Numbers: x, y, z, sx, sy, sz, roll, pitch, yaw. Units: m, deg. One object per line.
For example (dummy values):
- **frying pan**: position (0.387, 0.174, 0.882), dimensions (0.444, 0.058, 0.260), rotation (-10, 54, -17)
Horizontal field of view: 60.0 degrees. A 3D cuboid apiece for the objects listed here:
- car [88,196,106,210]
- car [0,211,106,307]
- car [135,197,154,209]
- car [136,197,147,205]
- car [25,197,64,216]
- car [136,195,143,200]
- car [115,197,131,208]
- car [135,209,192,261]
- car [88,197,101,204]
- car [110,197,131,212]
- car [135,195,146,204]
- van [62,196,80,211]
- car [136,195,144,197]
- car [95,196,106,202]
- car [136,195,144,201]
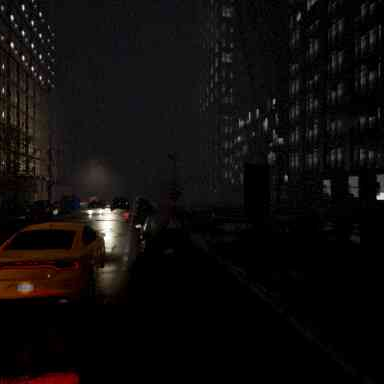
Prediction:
- **car**: position (-12.017, 1.522, 42.330), dimensions (1.994, 1.385, 4.181), rotation (0, 0, -10)
- **car**: position (-3.227, 1.470, 8.081), dimensions (1.882, 1.535, 5.008), rotation (0, 0, -10)
- **car**: position (-4.919, 1.545, 34.370), dimensions (1.947, 1.339, 4.313), rotation (0, 0, -10)
- **car**: position (-8.655, 1.540, 56.629), dimensions (1.802, 1.307, 4.206), rotation (0, 0, -10)
- **car**: position (-12.253, 1.405, 27.426), dimensions (1.967, 1.590, 4.097), rotation (0, 0, -10)
- **car**: position (-14.259, 1.468, 90.018), dimensions (1.887, 1.381, 4.507), rotation (0, 0, -10)
- **car**: position (-10.033, 1.507, 48.634), dimensions (2.033, 1.411, 5.357), rotation (0, 0, -9)
- **car**: position (-1.057, 1.547, 12.134), dimensions (2.008, 1.369, 4.403), rotation (0, 0, -10)
- **car**: position (-17.854, 1.515, 60.808), dimensions (1.802, 1.307, 4.206), rotation (0, 0, -10)
- **car**: position (-8.322, 1.321, 38.770), dimensions (2.097, 1.767, 4.553), rotation (0, 0, -9)
- **car**: position (-9.590, 1.393, 62.193), dimensions (1.967, 1.590, 4.097), rotation (0, 0, -10)
- **van**: position (-14.122, 1.296, 38.553), dimensions (1.690, 1.788, 3.998), rotation (0, 0, -10)
- **car**: position (-7.721, 1.530, 51.064), dimensions (1.947, 1.339, 4.313), rotation (0, 0, -10)
- **car**: position (-19.722, 1.488, 71.934), dimensions (1.947, 1.339, 4.313), rotation (0, 0, -10)
- **car**: position (-12.391, 1.501, 78.889), dimensions (1.947, 1.339, 4.313), rotation (0, 0, -10)
